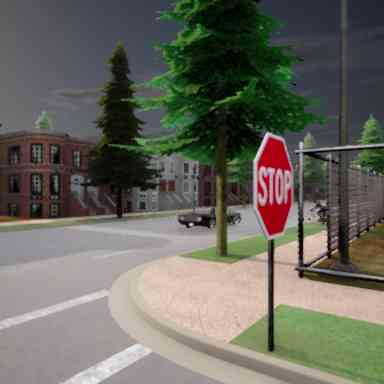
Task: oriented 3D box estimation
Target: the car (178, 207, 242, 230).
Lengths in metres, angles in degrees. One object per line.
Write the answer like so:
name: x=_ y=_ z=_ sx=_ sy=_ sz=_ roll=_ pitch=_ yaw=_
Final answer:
car: x=1.264 y=1.564 z=20.776 sx=1.895 sy=1.301 sz=4.718 roll=0 pitch=0 yaw=36
